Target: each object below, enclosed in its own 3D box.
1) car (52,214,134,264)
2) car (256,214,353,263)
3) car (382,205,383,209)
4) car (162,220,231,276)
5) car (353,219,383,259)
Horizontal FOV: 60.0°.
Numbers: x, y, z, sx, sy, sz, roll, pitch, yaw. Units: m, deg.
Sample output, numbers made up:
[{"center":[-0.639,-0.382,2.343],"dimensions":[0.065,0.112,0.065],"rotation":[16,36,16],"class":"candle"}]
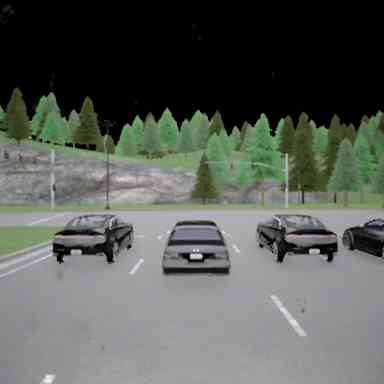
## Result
[{"center":[-3.368,1.560,12.145],"dimensions":[2.128,1.511,4.902],"rotation":[0,0,0],"class":"car"},{"center":[3.632,1.561,12.265],"dimensions":[2.128,1.511,4.902],"rotation":[0,0,0],"class":"car"},{"center":[27.347,1.749,43.158],"dimensions":[4.892,1.490,1.837],"rotation":[0,0,0],"class":"car"},{"center":[0.126,1.607,10.482],"dimensions":[2.033,1.411,5.357],"rotation":[0,0,1],"class":"car"},{"center":[7.137,1.632,11.940],"dimensions":[1.994,1.385,4.181],"rotation":[0,0,0],"class":"car"}]
